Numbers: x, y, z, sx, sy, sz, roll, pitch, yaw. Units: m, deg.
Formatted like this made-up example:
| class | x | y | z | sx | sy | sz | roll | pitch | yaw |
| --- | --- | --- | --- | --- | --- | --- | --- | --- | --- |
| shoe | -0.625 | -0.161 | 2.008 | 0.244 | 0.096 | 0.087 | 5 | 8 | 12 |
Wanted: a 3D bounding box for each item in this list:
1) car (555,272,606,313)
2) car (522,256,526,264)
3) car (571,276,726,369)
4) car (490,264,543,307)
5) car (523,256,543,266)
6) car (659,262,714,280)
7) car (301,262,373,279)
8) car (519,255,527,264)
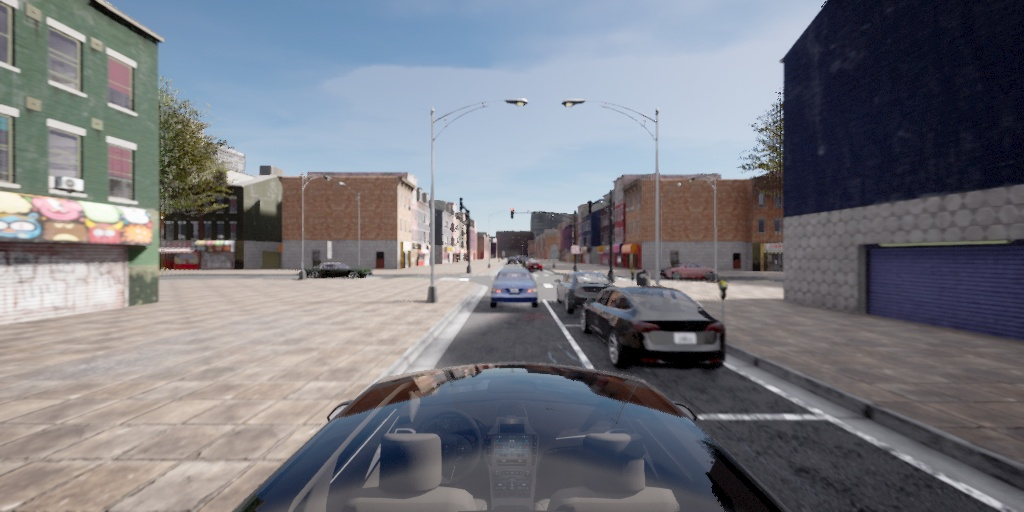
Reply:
| class | x | y | z | sx | sy | sz | roll | pitch | yaw |
| --- | --- | --- | --- | --- | --- | --- | --- | --- | --- |
| car | 2.638 | 1.224 | 13.225 | 2.007 | 1.370 | 4.403 | 0 | 0 | 0 |
| car | 2.638 | 1.011 | 48.103 | 1.751 | 1.417 | 4.829 | 0 | 0 | 0 |
| car | 2.638 | 1.276 | 7.550 | 1.948 | 1.339 | 4.313 | 0 | 0 | 0 |
| car | 0.083 | 1.211 | 14.840 | 2.033 | 1.411 | 5.357 | 0 | 0 | 0 |
| car | 2.637 | 1.057 | 42.254 | 1.888 | 1.381 | 4.507 | 0 | 0 | 0 |
| car | 14.546 | 1.227 | 29.960 | 4.181 | 1.385 | 1.994 | 0 | 0 | 0 |
| car | -13.130 | 1.146 | 27.168 | 4.718 | 1.301 | 1.895 | 0 | 0 | 0 |
| car | 2.637 | 1.007 | 59.291 | 1.948 | 1.339 | 4.313 | 0 | 0 | 0 |
